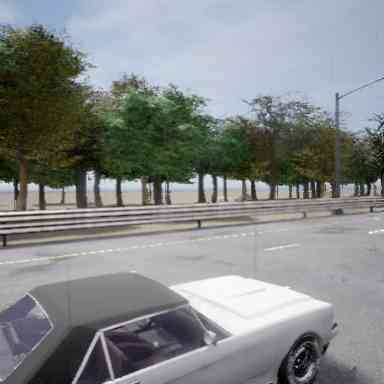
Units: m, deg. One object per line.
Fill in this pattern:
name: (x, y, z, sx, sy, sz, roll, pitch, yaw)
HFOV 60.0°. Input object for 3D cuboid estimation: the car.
car: (-0.527, 1.582, 3.491, 4.718, 1.301, 1.895, -1, 1, -35)
